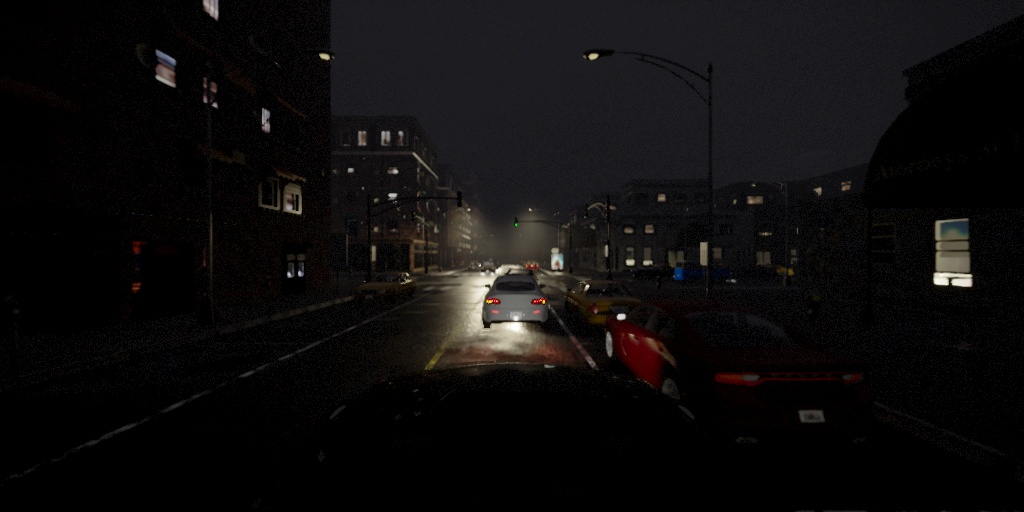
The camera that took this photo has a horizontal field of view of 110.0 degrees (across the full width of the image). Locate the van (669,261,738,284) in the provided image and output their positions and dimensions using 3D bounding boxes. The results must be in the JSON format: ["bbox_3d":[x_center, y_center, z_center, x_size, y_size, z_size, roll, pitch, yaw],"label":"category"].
[{"bbox_3d":[14.654,1.245,27.605,3.998,1.789,1.690,0,0,0],"label":"van"}]

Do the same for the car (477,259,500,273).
[{"bbox_3d":[-3.102,1.467,48.342,2.033,1.411,5.357,0,0,0],"label":"car"}]

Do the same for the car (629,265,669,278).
[{"bbox_3d":[13.488,1.481,33.385,4.718,1.301,1.895,0,0,-1],"label":"car"}]

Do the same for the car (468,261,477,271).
[{"bbox_3d":[-5.695,1.499,54.989,2.007,1.370,4.403,0,0,0],"label":"car"}]

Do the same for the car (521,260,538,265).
[{"bbox_3d":[2.687,1.363,49.305,1.967,1.591,4.097,0,0,0],"label":"car"}]

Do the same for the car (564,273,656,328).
[{"bbox_3d":[2.690,1.306,11.307,1.751,1.417,4.829,0,0,0],"label":"car"}]

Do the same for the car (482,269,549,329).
[{"bbox_3d":[0.100,1.307,11.232,1.812,1.442,4.674,0,0,0],"label":"car"}]

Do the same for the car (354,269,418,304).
[{"bbox_3d":[-5.692,1.326,16.668,1.751,1.417,4.829,0,0,0],"label":"car"}]

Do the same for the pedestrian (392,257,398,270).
[{"bbox_3d":[-12.633,0.948,38.721,0.375,1.860,0.375,0,0,0],"label":"pedestrian"}]

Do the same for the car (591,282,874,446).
[{"bbox_3d":[2.690,1.307,5.440,1.888,1.381,4.507,0,0,0],"label":"car"}]

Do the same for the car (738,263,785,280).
[{"bbox_3d":[22.406,1.468,33.449,4.181,1.385,1.994,0,0,0],"label":"car"}]

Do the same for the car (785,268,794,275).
[{"bbox_3d":[25.482,1.429,36.066,4.829,1.417,1.751,0,0,0],"label":"car"}]

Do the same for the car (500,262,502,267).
[{"bbox_3d":[-3.084,1.489,58.266,1.812,1.442,4.674,0,0,0],"label":"car"}]

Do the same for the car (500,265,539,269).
[{"bbox_3d":[0.596,1.420,22.202,1.895,1.301,4.718,0,0,7],"label":"car"}]
